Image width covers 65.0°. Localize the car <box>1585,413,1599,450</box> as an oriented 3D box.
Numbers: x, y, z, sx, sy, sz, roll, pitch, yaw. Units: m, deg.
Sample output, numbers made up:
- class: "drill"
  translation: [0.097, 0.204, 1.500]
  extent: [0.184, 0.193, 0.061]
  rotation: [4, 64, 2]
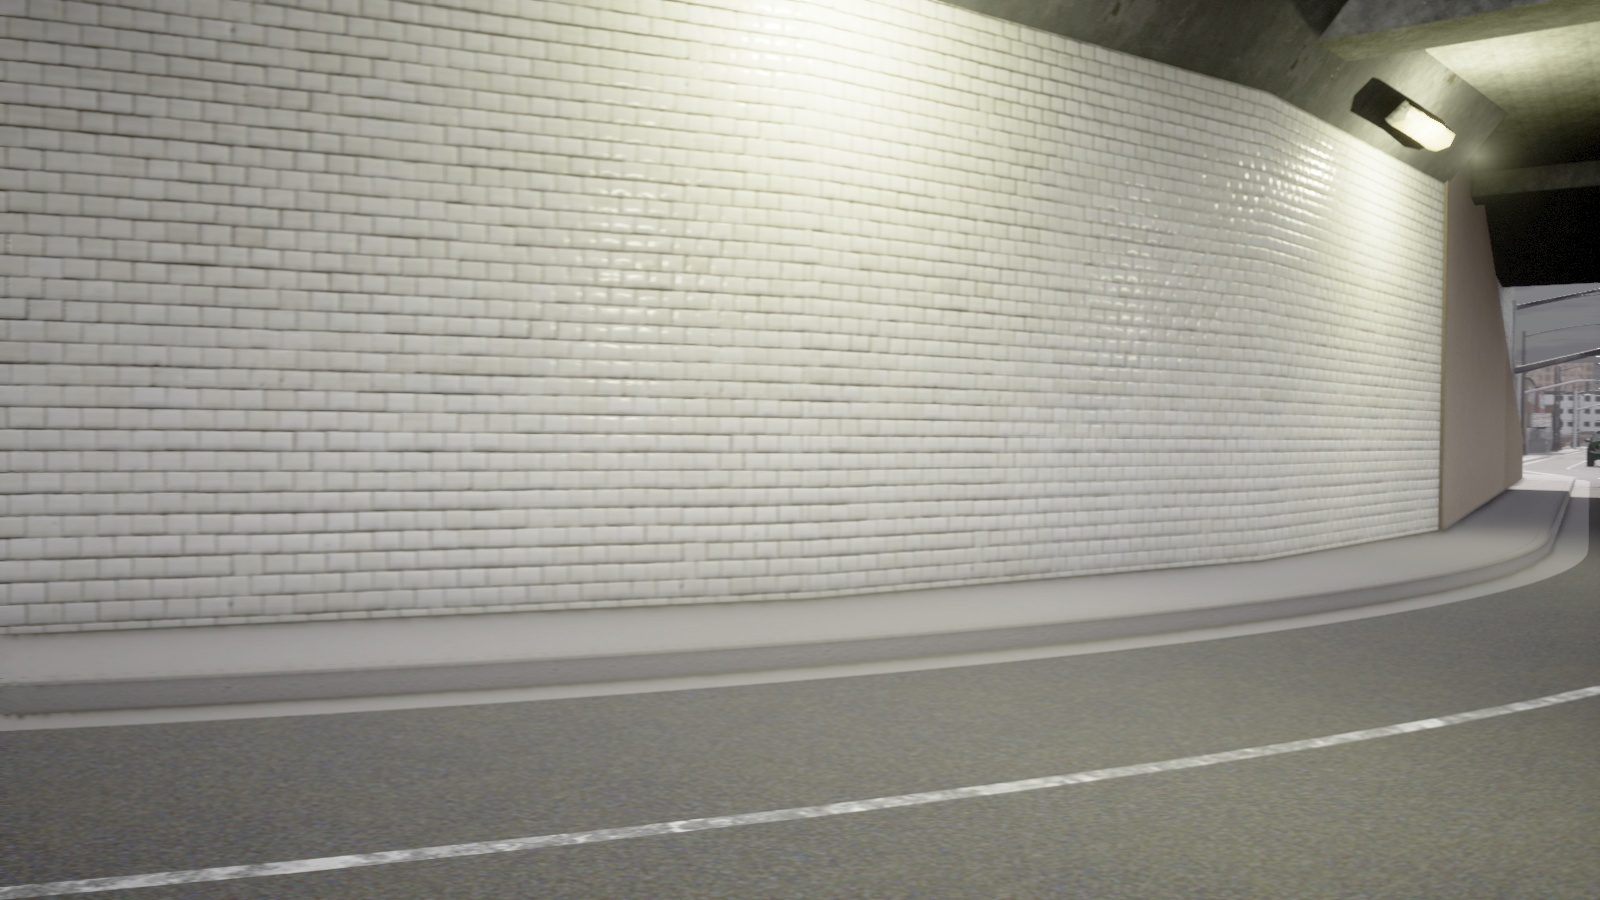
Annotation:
- class: "car"
  translation: [46.005, -1.083, 71.434]
  extent: [2.150, 2.045, 5.566]
  rotation: [0, 1, 34]
